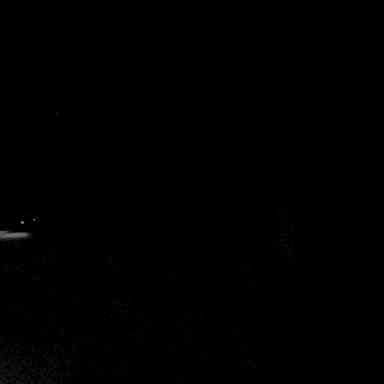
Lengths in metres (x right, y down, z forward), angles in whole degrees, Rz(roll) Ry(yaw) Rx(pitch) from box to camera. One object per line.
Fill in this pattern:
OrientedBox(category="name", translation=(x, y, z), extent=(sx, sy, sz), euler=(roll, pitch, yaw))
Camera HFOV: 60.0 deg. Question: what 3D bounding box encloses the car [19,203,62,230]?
OrientedBox(category="car", translation=(-8.138, 1.442, 20.684), extent=(1.837, 1.490, 4.892), euler=(-1, 0, 35))
